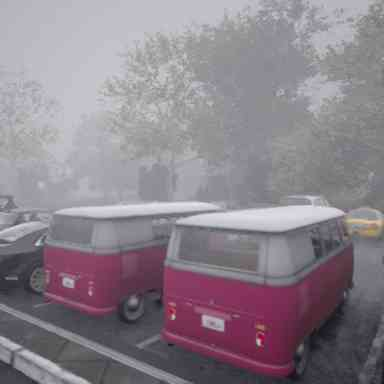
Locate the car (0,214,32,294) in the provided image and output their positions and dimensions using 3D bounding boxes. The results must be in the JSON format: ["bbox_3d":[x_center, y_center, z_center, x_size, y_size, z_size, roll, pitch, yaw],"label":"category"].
[{"bbox_3d":[-3.135,1.447,8.788,2.231,1.521,4.892,1,0,35],"label":"car"}]

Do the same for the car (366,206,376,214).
[{"bbox_3d":[8.699,1.479,16.651,1.946,1.575,5.366,1,0,35],"label":"car"}]

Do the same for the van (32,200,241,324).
[{"bbox_3d":[-0.779,1.240,7.260,1.878,1.987,4.442,1,0,35],"label":"van"}]

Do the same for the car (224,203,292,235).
[{"bbox_3d":[4.054,1.472,19.699,2.163,1.488,4.792,1,0,35],"label":"car"}]

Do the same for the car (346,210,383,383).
[{"bbox_3d":[3.702,1.254,3.887,2.435,2.045,5.566,1,0,36],"label":"car"}]

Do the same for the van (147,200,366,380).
[{"bbox_3d":[1.503,1.260,5.633,1.878,1.987,4.442,1,0,35],"label":"van"}]

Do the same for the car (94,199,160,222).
[{"bbox_3d":[-4.967,1.365,26.173,2.231,1.521,4.892,1,0,36],"label":"car"}]

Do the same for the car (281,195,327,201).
[{"bbox_3d":[6.349,1.211,18.133,2.435,2.045,5.566,1,0,35],"label":"car"}]

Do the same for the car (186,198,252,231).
[{"bbox_3d":[1.829,1.297,21.359,2.185,1.767,4.553,0,0,35],"label":"car"}]

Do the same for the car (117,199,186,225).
[{"bbox_3d":[-2.817,1.380,24.406,1.946,1.575,5.366,0,0,35],"label":"car"}]

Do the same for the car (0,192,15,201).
[{"bbox_3d":[-9.993,1.135,13.651,2.435,2.045,5.566,1,0,35],"label":"car"}]

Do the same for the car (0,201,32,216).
[{"bbox_3d":[-5.394,1.300,10.445,2.185,1.767,4.553,1,0,35],"label":"car"}]
